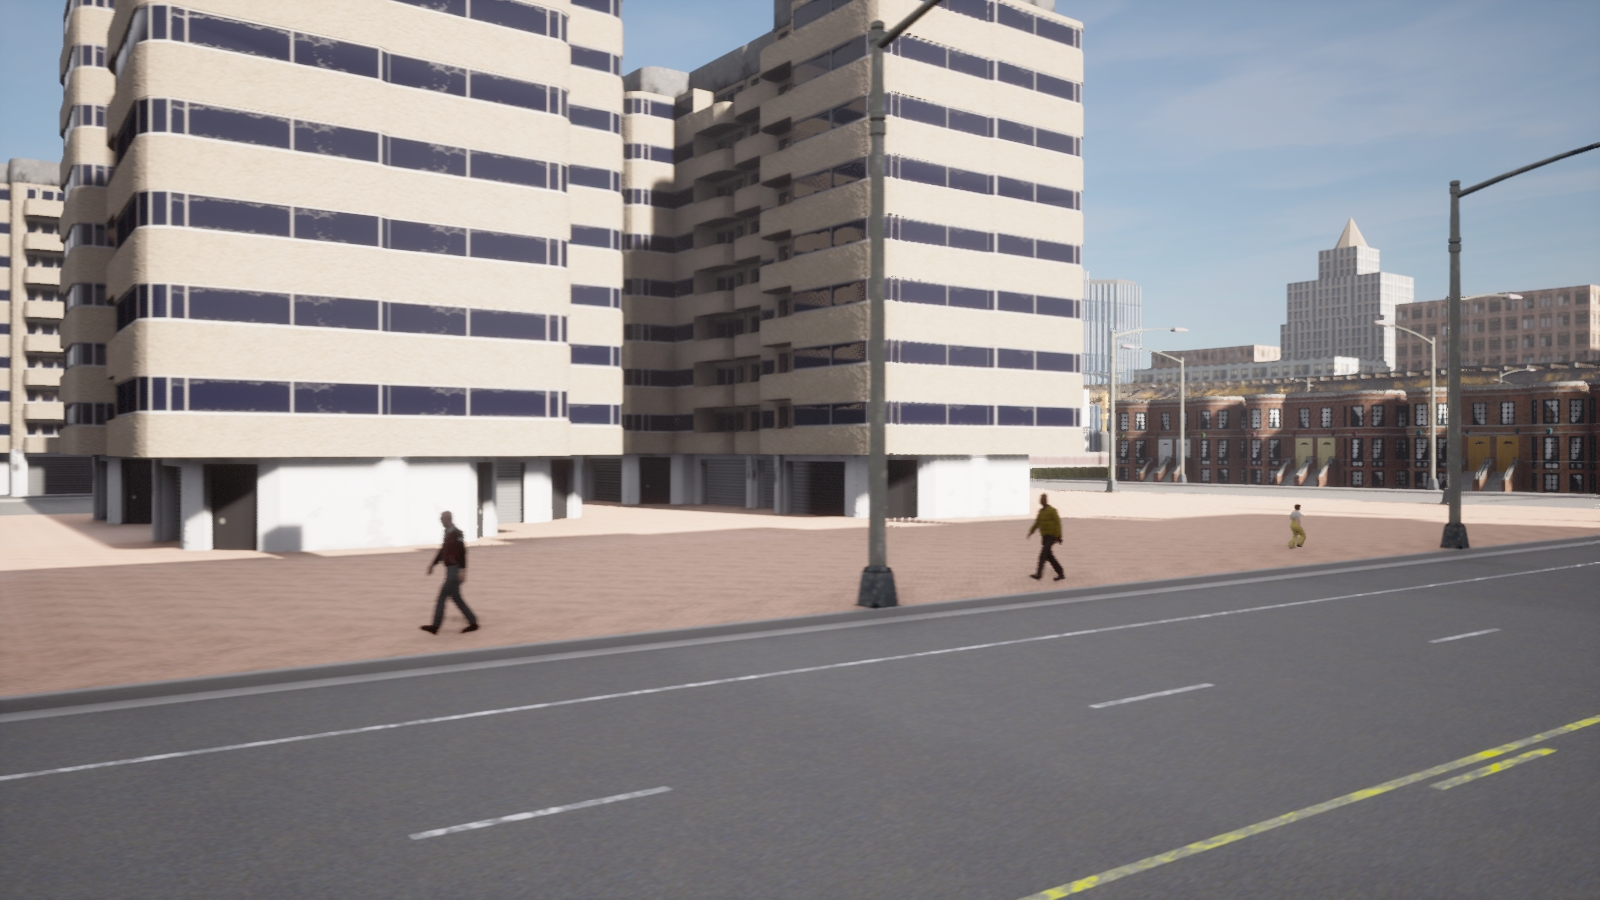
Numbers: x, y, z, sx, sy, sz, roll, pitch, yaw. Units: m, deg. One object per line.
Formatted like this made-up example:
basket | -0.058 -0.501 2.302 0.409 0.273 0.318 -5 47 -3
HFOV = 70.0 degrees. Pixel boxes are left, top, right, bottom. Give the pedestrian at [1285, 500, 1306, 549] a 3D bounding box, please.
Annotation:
pedestrian | 13.232 1.984 30.509 0.375 1.300 0.375 0 0 -23

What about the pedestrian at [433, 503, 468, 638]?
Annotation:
pedestrian | -4.955 1.698 16.192 0.375 1.860 0.375 0 0 -35

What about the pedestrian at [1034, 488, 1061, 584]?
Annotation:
pedestrian | 4.902 1.696 22.648 0.375 1.860 0.375 0 0 -26
